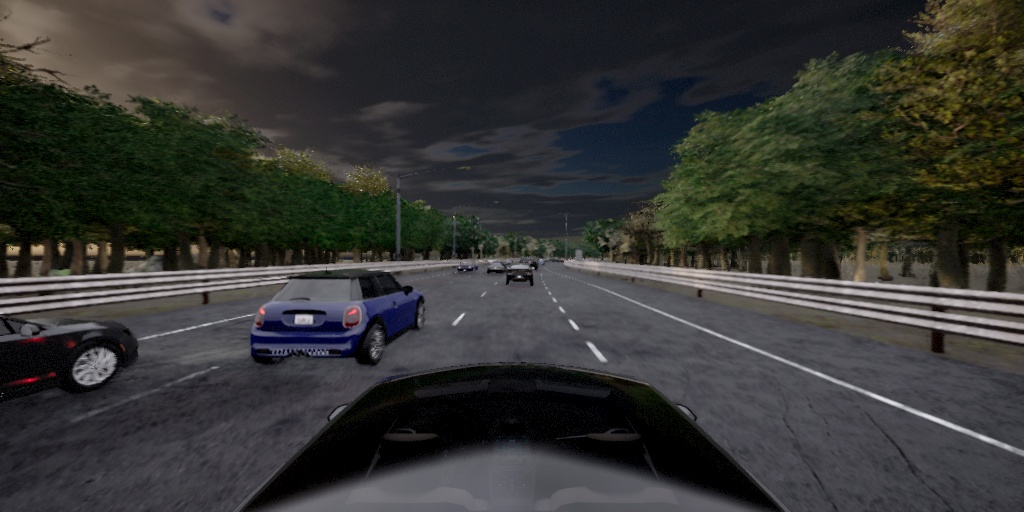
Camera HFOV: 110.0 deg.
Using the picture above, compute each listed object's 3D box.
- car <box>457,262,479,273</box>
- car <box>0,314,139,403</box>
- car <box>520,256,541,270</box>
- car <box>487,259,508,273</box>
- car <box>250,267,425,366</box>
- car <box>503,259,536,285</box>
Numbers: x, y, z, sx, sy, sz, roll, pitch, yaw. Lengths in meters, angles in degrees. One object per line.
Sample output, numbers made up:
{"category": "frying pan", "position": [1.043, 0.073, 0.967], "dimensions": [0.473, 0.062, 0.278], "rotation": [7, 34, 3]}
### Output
{"category": "car", "position": [-5.241, 1.365, 43.688], "dimensions": [1.895, 1.301, 4.718], "rotation": [0, 0, 5]}
{"category": "car", "position": [-6.979, 1.223, 3.758], "dimensions": [1.837, 1.490, 4.892], "rotation": [0, 0, 0]}
{"category": "car", "position": [2.886, 1.054, 54.591], "dimensions": [2.150, 2.045, 5.566], "rotation": [0, 0, 6]}
{"category": "car", "position": [-1.738, 1.344, 43.124], "dimensions": [1.994, 1.385, 4.181], "rotation": [0, 0, 5]}
{"category": "car", "position": [-3.463, 1.087, 8.140], "dimensions": [2.097, 1.767, 4.553], "rotation": [0, 0, 1]}
{"category": "car", "position": [0.636, 1.244, 26.638], "dimensions": [1.882, 1.535, 5.008], "rotation": [0, 0, 3]}
